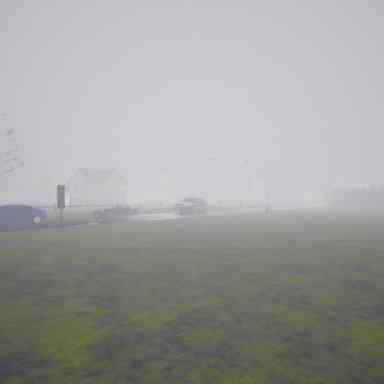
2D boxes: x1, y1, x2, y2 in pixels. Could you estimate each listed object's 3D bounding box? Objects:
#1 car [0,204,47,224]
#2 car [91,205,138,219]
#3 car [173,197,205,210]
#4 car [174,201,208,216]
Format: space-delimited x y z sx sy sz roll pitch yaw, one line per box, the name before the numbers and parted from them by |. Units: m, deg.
car | -13.561 1.671 25.125 1.882 1.535 5.008 1 0 35
car | -7.679 1.934 33.398 1.895 1.301 4.718 1 0 35
car | -0.184 1.730 43.902 2.150 2.045 5.566 1 -1 36
car | 0.209 2.056 39.391 1.994 1.385 4.181 1 0 35
